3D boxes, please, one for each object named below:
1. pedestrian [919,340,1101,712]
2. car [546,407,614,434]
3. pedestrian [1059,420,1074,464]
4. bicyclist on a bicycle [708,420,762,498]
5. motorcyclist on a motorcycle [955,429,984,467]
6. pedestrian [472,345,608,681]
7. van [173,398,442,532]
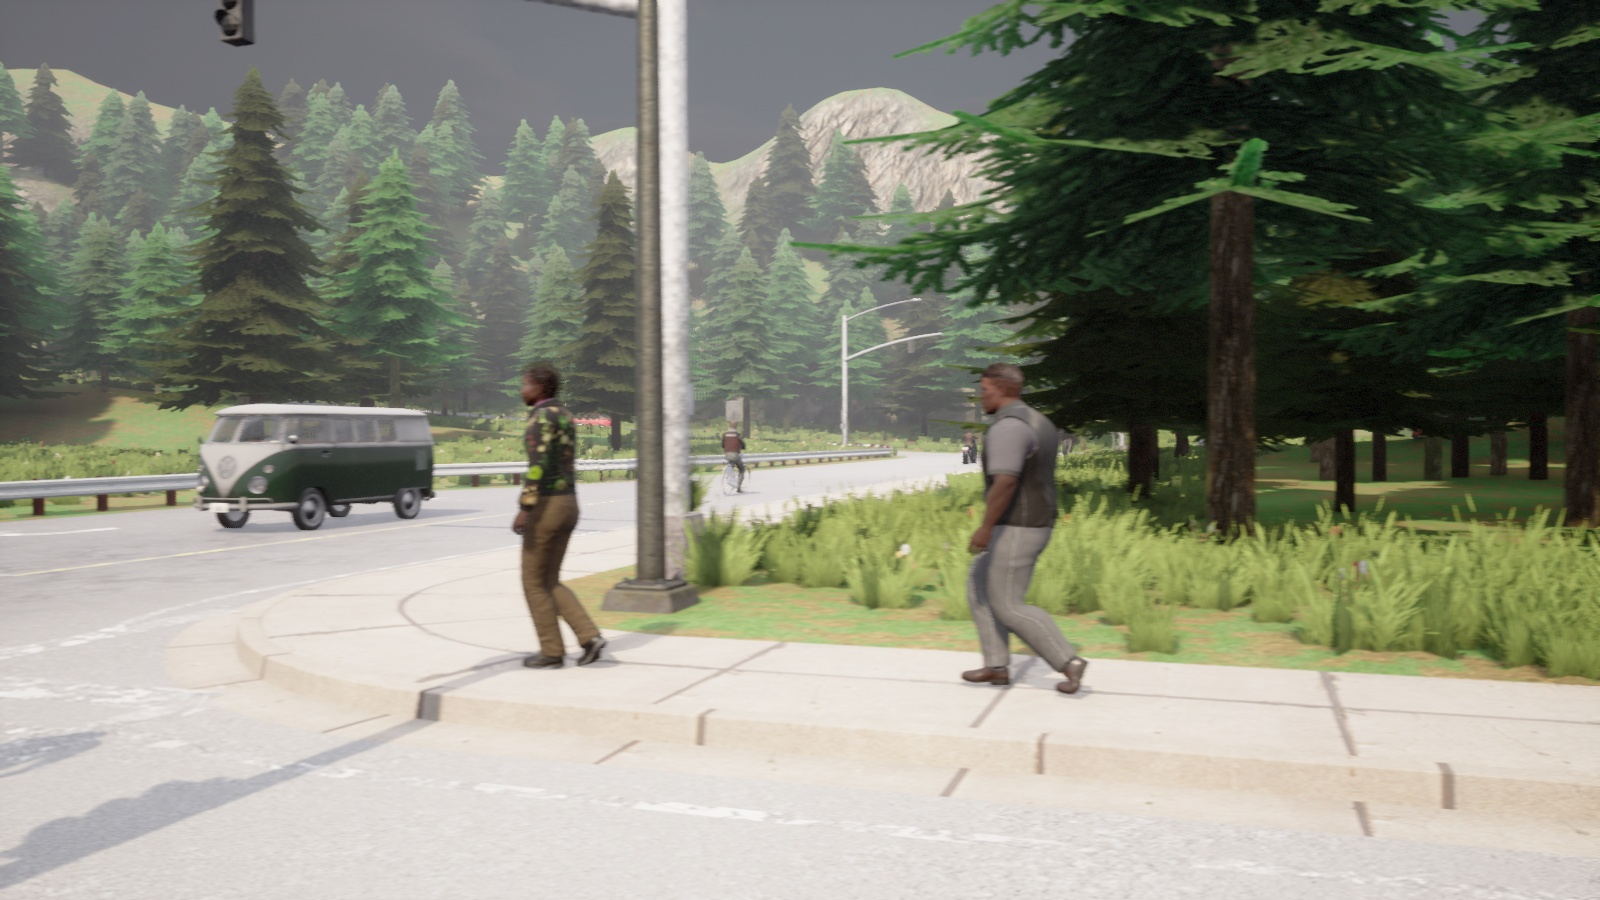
[{"bbox_3d":[1.139,0.377,6.775,0.849,1.883,0.563,1,1,23],"label":"pedestrian"},{"bbox_3d":[-15.806,-2.128,90.335,4.514,1.525,2.007,5,0,-3],"label":"car"},{"bbox_3d":[11.482,-0.364,54.109,0.563,1.883,0.849,0,1,6],"label":"pedestrian"},{"bbox_3d":[-1.530,0.187,29.737,0.659,1.776,1.843,1,1,18],"label":"bicyclist on a bicycle"},{"bbox_3d":[7.540,-0.118,55.817,0.766,1.649,2.350,1,1,20],"label":"motorcyclist on a motorcycle"},{"bbox_3d":[-1.541,0.356,7.472,0.692,1.930,0.395,0,1,13],"label":"pedestrian"},{"bbox_3d":[-8.030,0.186,21.000,1.775,1.987,4.442,1,1,18],"label":"van"}]
